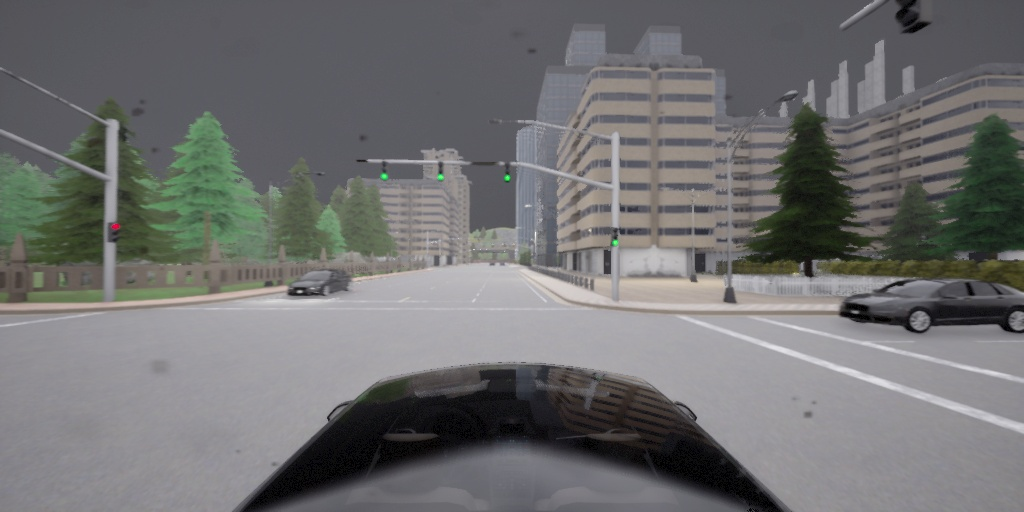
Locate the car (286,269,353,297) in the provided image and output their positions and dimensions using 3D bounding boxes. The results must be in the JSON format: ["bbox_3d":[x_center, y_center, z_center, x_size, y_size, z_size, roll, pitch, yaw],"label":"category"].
[{"bbox_3d":[-10.702,1.508,20.371,1.837,1.490,4.892,0,1,-2],"label":"car"}]

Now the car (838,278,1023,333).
[{"bbox_3d":[12.753,1.430,10.888,4.892,1.490,1.837,0,-1,-2],"label":"car"}]
